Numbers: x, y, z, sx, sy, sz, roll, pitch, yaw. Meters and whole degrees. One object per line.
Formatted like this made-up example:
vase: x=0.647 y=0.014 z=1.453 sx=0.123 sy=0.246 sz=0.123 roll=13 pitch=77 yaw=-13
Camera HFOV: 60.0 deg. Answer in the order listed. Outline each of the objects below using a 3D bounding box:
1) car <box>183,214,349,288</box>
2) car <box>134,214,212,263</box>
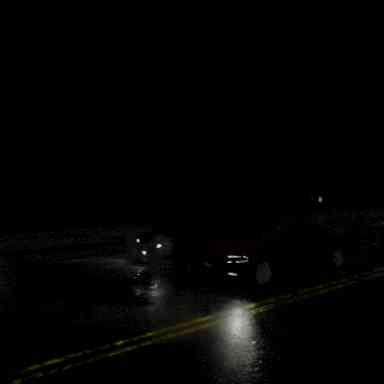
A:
car: x=2.426 y=1.472 z=9.410 sx=5.008 sy=1.535 sz=1.882 roll=0 pitch=0 yaw=-36
car: x=0.649 y=1.542 z=12.135 sx=5.357 sy=1.411 sz=2.033 roll=0 pitch=0 yaw=-36
